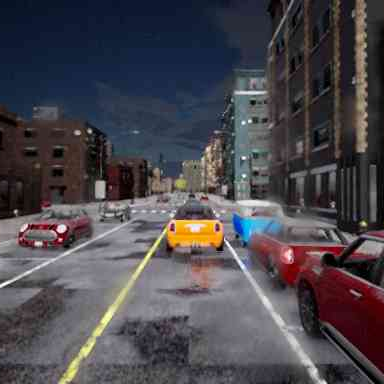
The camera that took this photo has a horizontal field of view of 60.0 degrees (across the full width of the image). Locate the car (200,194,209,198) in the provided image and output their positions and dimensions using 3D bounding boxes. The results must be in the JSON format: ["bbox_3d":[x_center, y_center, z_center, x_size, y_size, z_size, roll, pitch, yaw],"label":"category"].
[{"bbox_3d":[2.749,1.123,74.502,1.967,1.590,4.097,1,0,0],"label":"car"}]

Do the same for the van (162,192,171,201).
[{"bbox_3d":[-5.628,1.024,74.446,1.690,1.788,3.998,1,0,0],"label":"van"}]

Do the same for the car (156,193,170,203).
[{"bbox_3d":[-5.716,1.277,63.078,1.887,1.381,4.507,1,0,0],"label":"car"}]

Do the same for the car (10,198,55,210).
[{"bbox_3d":[-19.276,1.442,40.385,4.507,1.381,1.887,0,0,1],"label":"car"}]

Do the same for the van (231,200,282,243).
[{"bbox_3d":[2.715,1.281,14.295,1.690,1.788,3.998,1,0,0],"label":"van"}]

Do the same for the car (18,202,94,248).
[{"bbox_3d":[-5.666,1.380,14.308,1.967,1.590,4.097,1,0,0],"label":"car"}]

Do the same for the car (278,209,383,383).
[{"bbox_3d":[2.709,1.300,3.481,2.192,1.841,5.009,1,0,0],"label":"car"}]

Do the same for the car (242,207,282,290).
[{"bbox_3d":[2.710,1.402,8.889,1.967,1.590,4.097,1,0,0],"label":"car"}]

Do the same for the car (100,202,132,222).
[{"bbox_3d":[-5.663,1.445,25.123,2.008,1.369,4.403,1,0,0],"label":"car"}]

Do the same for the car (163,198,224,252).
[{"bbox_3d":[0.106,1.295,13.680,2.097,1.767,4.553,0,0,0],"label":"car"}]

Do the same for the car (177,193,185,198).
[{"bbox_3d":[-2.948,1.145,89.310,2.128,1.511,4.902,0,0,0],"label":"car"}]

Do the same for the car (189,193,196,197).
[{"bbox_3d":[0.052,1.061,88.664,1.837,1.490,4.892,0,0,0],"label":"car"}]
